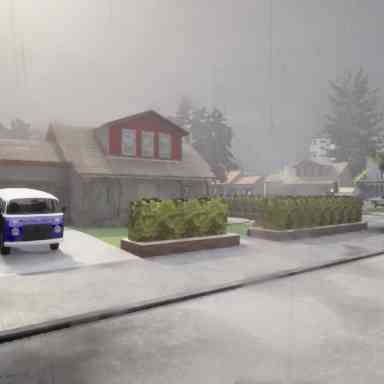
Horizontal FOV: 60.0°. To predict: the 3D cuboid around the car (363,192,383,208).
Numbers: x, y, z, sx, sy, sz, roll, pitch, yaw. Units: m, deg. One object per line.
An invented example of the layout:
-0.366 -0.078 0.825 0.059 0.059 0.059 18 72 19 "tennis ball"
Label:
23.066 0.985 40.726 3.866 1.878 1.905 0 0 -1 "car"
